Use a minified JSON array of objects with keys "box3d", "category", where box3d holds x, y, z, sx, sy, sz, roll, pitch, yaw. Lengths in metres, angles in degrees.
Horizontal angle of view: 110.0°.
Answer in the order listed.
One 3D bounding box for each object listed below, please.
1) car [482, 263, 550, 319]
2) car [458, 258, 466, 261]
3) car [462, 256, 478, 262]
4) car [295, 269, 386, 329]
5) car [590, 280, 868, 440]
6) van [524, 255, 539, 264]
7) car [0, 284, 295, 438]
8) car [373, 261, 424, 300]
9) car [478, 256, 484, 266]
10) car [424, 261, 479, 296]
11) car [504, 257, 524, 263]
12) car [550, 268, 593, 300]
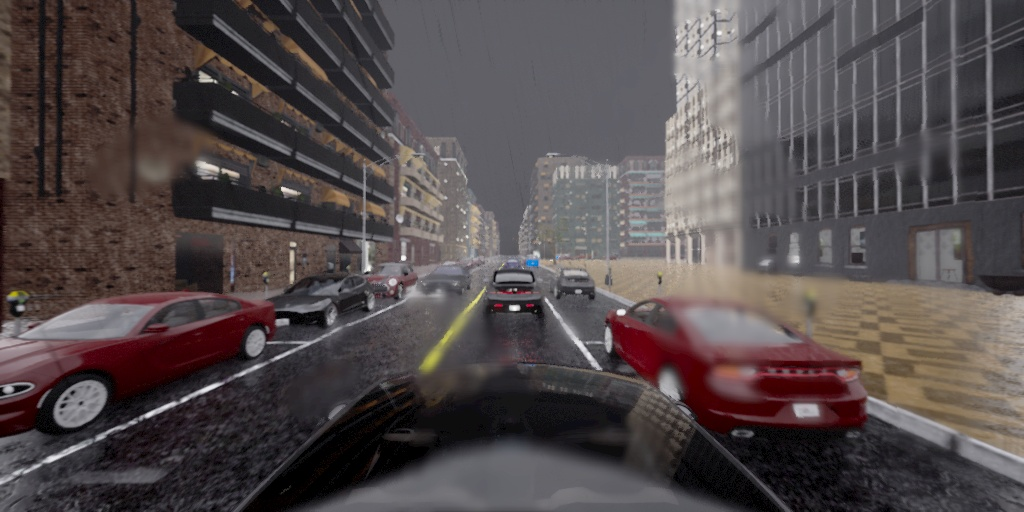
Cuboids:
[{"box3d":[0.043,1.171,12.340,1.837,1.490,4.892,0,0,-1],"category":"car"},{"box3d":[-5.719,1.084,33.354,1.802,1.307,4.207,0,0,0],"category":"car"},{"box3d":[-5.734,0.855,44.493,1.967,1.591,4.097,0,0,0],"category":"car"},{"box3d":[-5.698,1.242,11.076,1.948,1.339,4.313,0,0,0],"category":"car"},{"box3d":[2.688,1.265,5.512,1.888,1.381,4.507,0,0,0],"category":"car"},{"box3d":[2.676,0.730,47.888,1.690,1.789,3.998,0,0,0],"category":"van"},{"box3d":[-5.693,1.265,5.506,1.888,1.381,4.507,0,0,0],"category":"car"},{"box3d":[-5.703,1.072,16.645,1.967,1.591,4.097,0,0,0],"category":"car"},{"box3d":[-5.818,0.911,55.631,1.802,1.307,4.207,0,0,0],"category":"car"},{"box3d":[-3.114,1.166,18.357,2.033,1.411,5.357,0,0,0],"category":"car"},{"box3d":[0.065,0.979,39.619,1.812,1.442,4.674,0,0,0],"category":"car"},{"box3d":[2.678,1.182,16.651,2.007,1.370,4.403,0,0,0],"category":"car"}]
